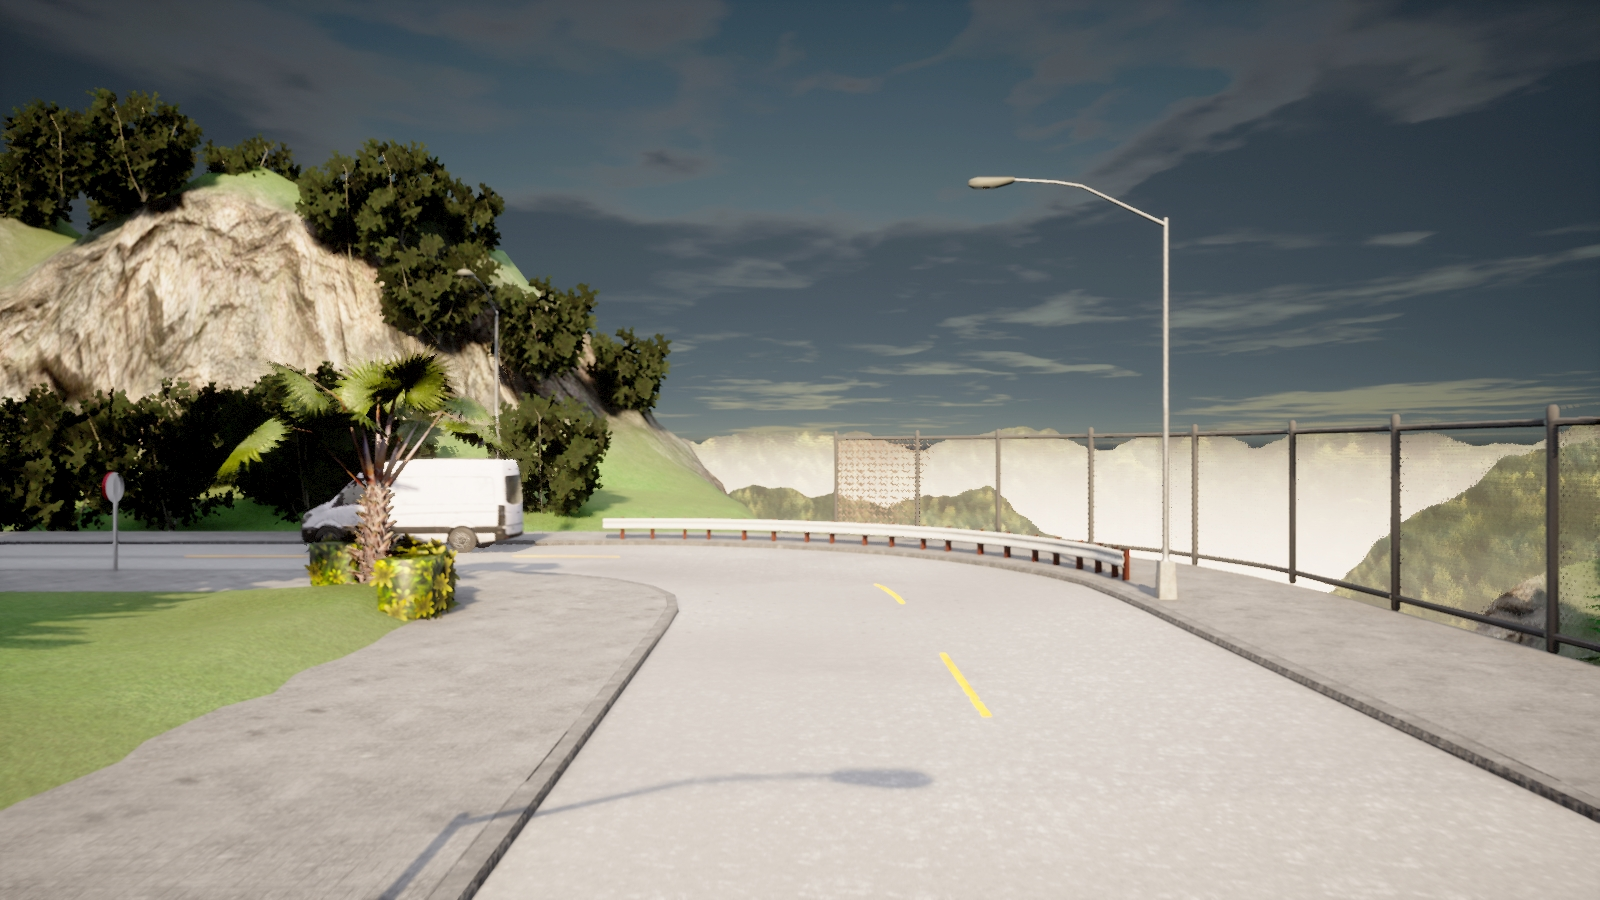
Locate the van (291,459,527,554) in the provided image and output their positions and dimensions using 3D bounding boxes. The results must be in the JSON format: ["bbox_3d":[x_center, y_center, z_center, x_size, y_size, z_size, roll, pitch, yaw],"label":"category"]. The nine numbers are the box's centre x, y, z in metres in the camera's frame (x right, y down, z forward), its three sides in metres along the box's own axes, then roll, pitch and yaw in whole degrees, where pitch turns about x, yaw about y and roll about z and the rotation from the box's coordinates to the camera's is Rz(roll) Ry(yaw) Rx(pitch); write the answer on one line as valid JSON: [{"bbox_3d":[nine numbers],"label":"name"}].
[{"bbox_3d":[-10.826,1.535,31.900,5.915,2.561,1.988,0,0,2],"label":"van"}]
